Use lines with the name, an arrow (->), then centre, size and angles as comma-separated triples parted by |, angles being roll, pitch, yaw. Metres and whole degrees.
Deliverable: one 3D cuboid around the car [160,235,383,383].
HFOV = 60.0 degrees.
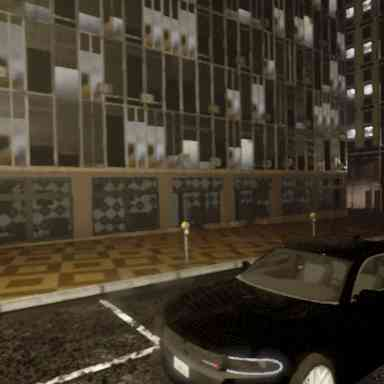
car -> 1.927, 1.448, 4.743 | 5.008, 1.535, 1.882 | 0, 0, -35
